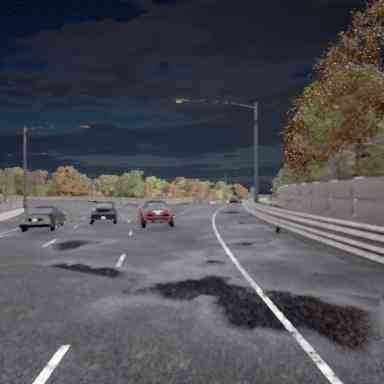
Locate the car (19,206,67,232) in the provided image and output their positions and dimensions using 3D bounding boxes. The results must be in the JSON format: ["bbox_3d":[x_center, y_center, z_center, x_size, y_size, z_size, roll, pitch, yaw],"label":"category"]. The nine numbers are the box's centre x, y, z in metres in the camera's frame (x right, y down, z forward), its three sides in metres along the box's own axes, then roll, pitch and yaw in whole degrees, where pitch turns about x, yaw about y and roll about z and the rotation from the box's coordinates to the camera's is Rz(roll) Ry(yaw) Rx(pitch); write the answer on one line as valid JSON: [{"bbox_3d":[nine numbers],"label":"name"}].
[{"bbox_3d":[-9.174,1.599,20.784,2.033,1.411,5.357,0,0,-12],"label":"car"}]

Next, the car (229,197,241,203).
[{"bbox_3d":[10.217,2.088,81.338,1.837,1.490,4.892,0,-3,14],"label":"car"}]

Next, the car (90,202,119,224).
[{"bbox_3d":[-6.659,1.539,25.297,1.837,1.490,4.892,0,0,-13],"label":"car"}]

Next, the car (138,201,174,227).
[{"bbox_3d":[-2.557,1.361,22.906,2.097,1.767,4.553,0,0,-12],"label":"car"}]
